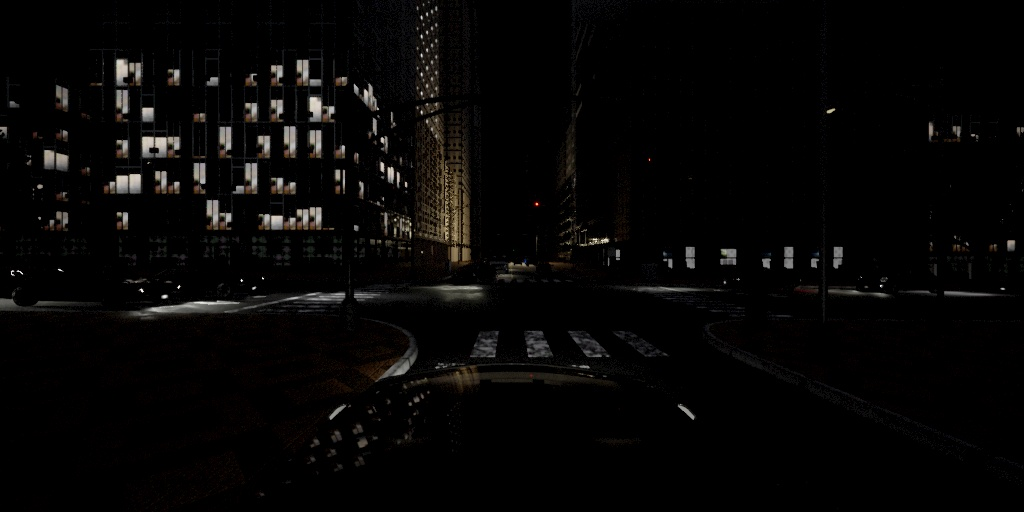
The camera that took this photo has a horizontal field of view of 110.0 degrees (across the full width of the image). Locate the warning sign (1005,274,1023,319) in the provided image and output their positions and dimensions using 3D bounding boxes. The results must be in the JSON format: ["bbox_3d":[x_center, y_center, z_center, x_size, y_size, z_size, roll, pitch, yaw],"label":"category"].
[{"bbox_3d":[17.282,1.204,11.746,1.060,1.860,1.300,0,0,-3],"label":"warning sign"}]

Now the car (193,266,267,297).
[{"bbox_3d":[-14.010,1.118,16.322,4.718,1.301,1.895,1,0,-3],"label":"car"}]

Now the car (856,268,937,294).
[{"bbox_3d":[26.748,1.606,24.889,4.553,1.767,2.097,1,0,-3],"label":"car"}]

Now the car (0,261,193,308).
[{"bbox_3d":[-15.289,1.042,13.042,5.357,1.411,2.033,1,0,0],"label":"car"}]

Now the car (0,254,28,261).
[{"bbox_3d":[-22.915,0.706,15.919,4.553,1.767,2.097,1,0,-3],"label":"car"}]

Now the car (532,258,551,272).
[{"bbox_3d":[3.959,1.329,45.558,1.948,1.339,4.313,0,0,0],"label":"car"}]

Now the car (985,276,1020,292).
[{"bbox_3d":[36.763,2.035,25.339,4.718,1.301,1.895,1,0,-2],"label":"car"}]

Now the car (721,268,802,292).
[{"bbox_3d":[16.902,1.569,24.442,4.902,1.511,2.128,1,0,-3],"label":"car"}]

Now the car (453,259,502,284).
[{"bbox_3d":[-2.721,1.247,27.641,1.882,1.535,5.008,1,0,18],"label":"car"}]

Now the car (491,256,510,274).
[{"bbox_3d":[-1.501,0.981,42.148,2.150,2.045,5.566,0,1,0],"label":"car"}]
